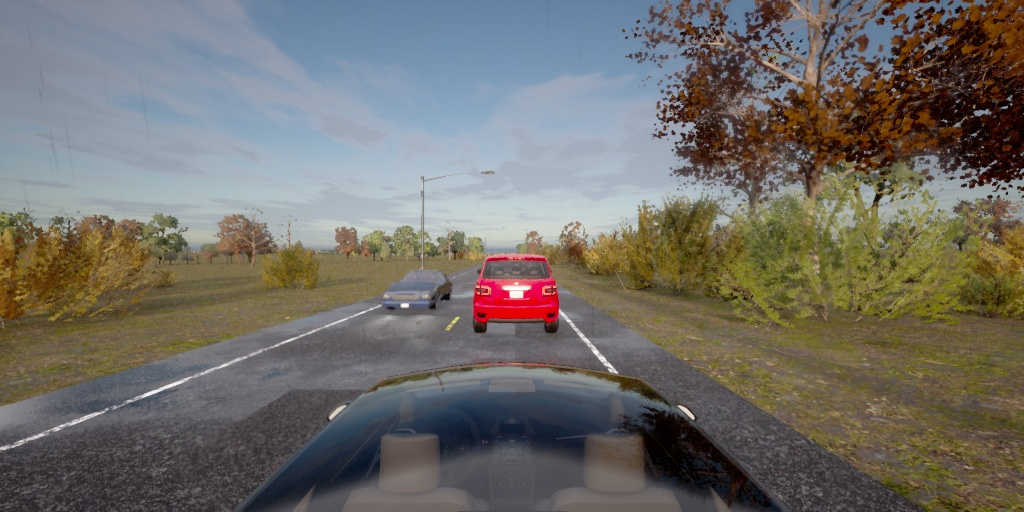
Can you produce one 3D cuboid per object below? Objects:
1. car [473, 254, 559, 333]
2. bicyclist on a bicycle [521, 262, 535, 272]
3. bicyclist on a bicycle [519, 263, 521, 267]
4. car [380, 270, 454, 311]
[{"bbox_3d":[0.089,0.968,10.864,2.150,2.045,5.566,0,0,0],"label":"car"},{"bbox_3d":[0.938,1.114,18.570,0.659,1.776,1.843,0,0,0],"label":"bicyclist on a bicycle"},{"bbox_3d":[0.896,1.111,28.583,0.659,1.776,1.843,0,0,0],"label":"bicyclist on a bicycle"},{"bbox_3d":[-3.622,1.293,14.807,2.033,1.411,5.357,0,0,0],"label":"car"}]
